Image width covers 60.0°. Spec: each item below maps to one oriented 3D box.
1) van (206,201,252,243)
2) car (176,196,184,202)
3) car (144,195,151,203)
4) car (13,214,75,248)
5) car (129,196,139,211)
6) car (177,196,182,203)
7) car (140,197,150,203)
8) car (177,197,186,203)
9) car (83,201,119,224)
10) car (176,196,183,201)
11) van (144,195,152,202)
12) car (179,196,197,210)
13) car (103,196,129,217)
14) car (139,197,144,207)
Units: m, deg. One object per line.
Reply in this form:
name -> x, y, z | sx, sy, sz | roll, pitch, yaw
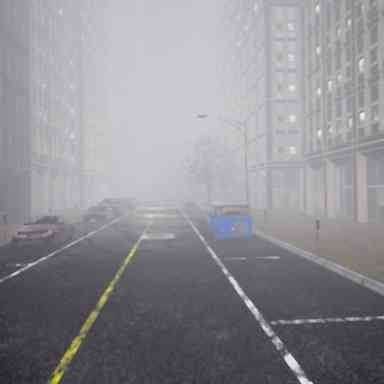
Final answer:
van -> 1.684, 1.344, 16.006 | 1.690, 1.788, 3.998 | -1, 0, -4
car -> -3.011, 1.693, 84.208 | 1.947, 1.339, 4.313 | -1, 0, -4
car -> -10.576, 1.761, 72.096 | 1.752, 1.417, 4.829 | -1, 0, -4
car -> -6.672, 1.706, 15.430 | 1.802, 1.307, 4.206 | -1, 0, -4
car -> -8.634, 1.503, 43.847 | 2.192, 1.841, 5.009 | -1, 0, -4
car -> -1.053, 1.639, 55.790 | 2.008, 1.369, 4.403 | -1, 0, -4
car -> -10.978, 1.808, 77.949 | 1.947, 1.339, 4.313 | -1, 0, -4
car -> -2.227, 1.696, 72.841 | 1.802, 1.307, 4.206 | -1, 0, -4
car -> -7.454, 1.717, 26.796 | 1.947, 1.339, 4.313 | -1, 0, -4
car -> -3.403, 1.677, 89.893 | 1.887, 1.381, 4.507 | -1, 0, -4
van -> -11.766, 1.595, 89.317 | 1.690, 1.788, 3.998 | -1, 0, -4
car -> -0.270, 1.617, 44.422 | 2.008, 1.369, 4.403 | -1, 0, -4
car -> -7.851, 1.479, 32.480 | 2.192, 1.841, 5.009 | -1, 0, -4
car -> -9.412, 1.791, 55.215 | 1.802, 1.307, 4.206 | -1, 0, -4
